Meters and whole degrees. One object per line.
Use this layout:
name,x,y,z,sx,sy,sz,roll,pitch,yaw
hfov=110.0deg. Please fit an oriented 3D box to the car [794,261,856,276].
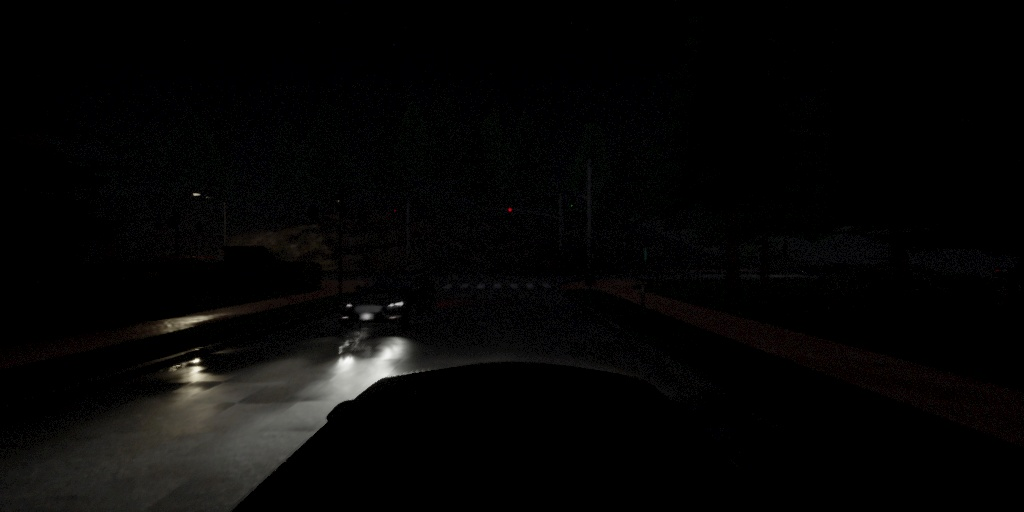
car,28.486,1.092,32.429,4.718,1.301,1.895,0,0,0

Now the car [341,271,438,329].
car,-3.637,1.254,11.413,2.128,1.511,4.902,0,0,0

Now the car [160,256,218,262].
car,-24.806,1.007,28.403,5.566,2.045,2.150,1,0,-1

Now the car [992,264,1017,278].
car,42.612,1.240,28.800,5.357,1.411,2.033,0,0,9
